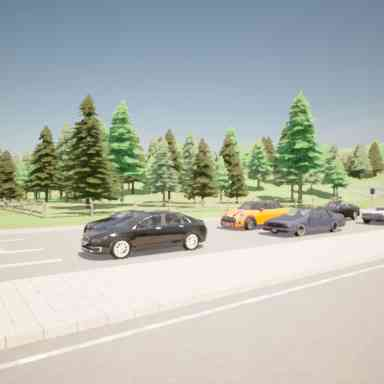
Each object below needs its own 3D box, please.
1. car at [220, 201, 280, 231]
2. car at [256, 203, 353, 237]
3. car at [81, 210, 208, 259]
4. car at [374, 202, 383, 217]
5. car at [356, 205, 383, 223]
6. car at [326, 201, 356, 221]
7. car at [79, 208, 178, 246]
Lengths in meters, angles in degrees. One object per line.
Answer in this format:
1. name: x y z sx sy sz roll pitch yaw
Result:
1. car: 3.939 1.349 20.873 4.553 1.767 2.097 0 0 -35
2. car: 6.288 1.544 18.254 5.357 1.411 2.033 0 0 -35
3. car: -1.655 1.504 12.620 4.892 1.490 1.837 0 0 -35
4. car: 19.508 1.594 31.801 4.718 1.301 1.895 0 0 -35
5. car: 14.117 1.596 23.783 4.718 1.301 1.895 0 0 -35
6. car: 11.192 1.487 25.993 4.902 1.511 2.128 0 0 -35
7. car: -2.996 1.563 15.946 4.181 1.385 1.994 0 0 -34
